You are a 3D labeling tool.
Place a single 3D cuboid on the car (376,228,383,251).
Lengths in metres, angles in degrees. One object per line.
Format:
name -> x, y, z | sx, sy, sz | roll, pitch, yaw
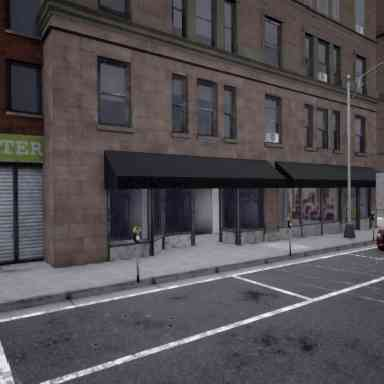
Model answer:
car -> 8.866, 1.540, 12.865 | 4.507, 1.381, 1.887 | 0, -1, -35
